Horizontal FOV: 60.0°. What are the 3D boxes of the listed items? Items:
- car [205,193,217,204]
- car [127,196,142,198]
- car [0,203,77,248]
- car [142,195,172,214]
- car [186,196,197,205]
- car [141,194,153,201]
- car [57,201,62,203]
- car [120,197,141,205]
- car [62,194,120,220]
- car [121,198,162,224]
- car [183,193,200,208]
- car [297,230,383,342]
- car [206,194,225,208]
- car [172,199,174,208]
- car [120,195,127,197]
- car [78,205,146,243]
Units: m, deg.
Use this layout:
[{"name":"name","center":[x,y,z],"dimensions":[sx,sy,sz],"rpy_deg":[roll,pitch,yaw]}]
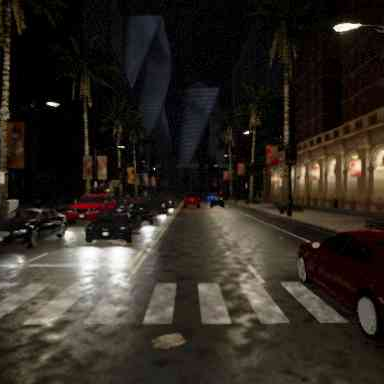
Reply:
[{"name":"car","center":[3.376,1.139,56.386],"dimensions":[2.150,2.045,5.566],"rpy_deg":[0,0,-1]},{"name":"car","center":[-7.058,1.412,44.791],"dimensions":[1.882,1.535,5.008],"rpy_deg":[0,0,0]},{"name":"car","center":[-7.104,1.470,14.672],"dimensions":[2.128,1.511,4.902],"rpy_deg":[0,0,0]},{"name":"car","center":[-3.539,1.301,34.386],"dimensions":[2.097,1.767,4.553],"rpy_deg":[0,0,1]},{"name":"car","center":[-0.124,1.422,56.317],"dimensions":[1.837,1.490,4.892],"rpy_deg":[0,0,-1]},{"name":"car","center":[-10.459,1.366,78.301],"dimensions":[2.231,1.521,4.892],"rpy_deg":[0,0,-1]},{"name":"car","center":[-10.202,1.473,26.997],"dimensions":[2.161,1.482,4.786],"rpy_deg":[0,0,-1]},{"name":"car","center":[-7.039,1.497,34.434],"dimensions":[2.033,1.411,5.357],"rpy_deg":[0,0,1]},{"name":"car","center":[-7.095,1.186,24.131],"dimensions":[2.150,2.045,5.566],"rpy_deg":[0,0,0]},{"name":"car","center":[-3.594,1.469,24.526],"dimensions":[1.837,1.490,4.892],"rpy_deg":[0,0,0]},{"name":"car","center":[-0.007,1.154,45.937],"dimensions":[2.150,2.045,5.566],"rpy_deg":[0,0,-1]},{"name":"car","center":[3.598,1.468,6.487],"dimensions":[1.882,1.535,5.008],"rpy_deg":[0,0,0]},{"name":"car","center":[3.488,1.424,46.307],"dimensions":[2.128,1.511,4.902],"rpy_deg":[0,0,-1]},{"name":"car","center":[-3.557,1.286,45.086],"dimensions":[2.097,1.767,4.553],"rpy_deg":[0,0,0]},{"name":"car","center":[-10.140,1.282,48.928],"dimensions":[2.185,1.767,4.553],"rpy_deg":[0,0,-1]},{"name":"car","center":[-3.604,1.541,15.816],"dimensions":[1.994,1.385,4.181],"rpy_deg":[0,0,0]}]
